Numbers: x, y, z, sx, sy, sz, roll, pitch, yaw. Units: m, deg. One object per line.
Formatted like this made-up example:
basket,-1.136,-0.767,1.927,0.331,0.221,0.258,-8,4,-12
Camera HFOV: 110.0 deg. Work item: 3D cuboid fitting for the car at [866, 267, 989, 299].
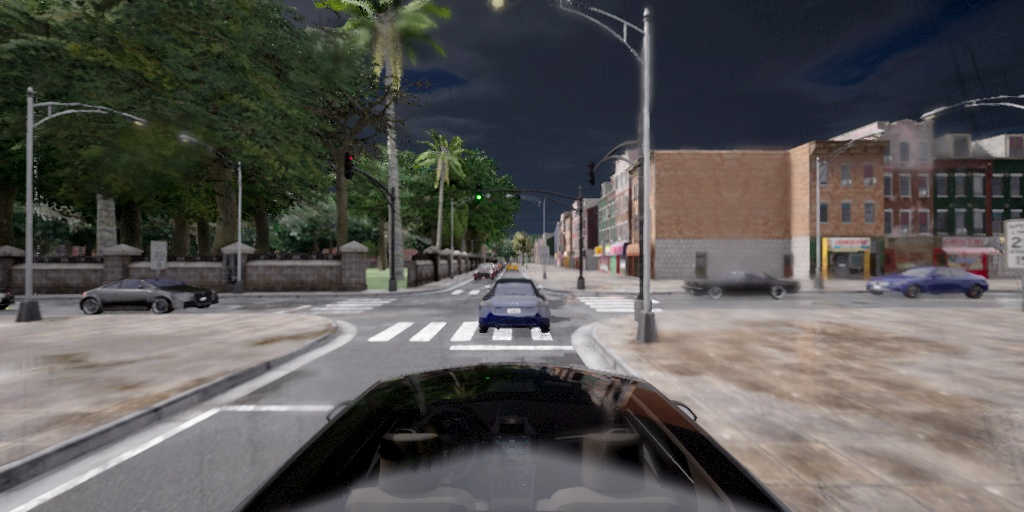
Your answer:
car,19.896,1.244,17.247,4.674,1.442,1.812,0,0,0

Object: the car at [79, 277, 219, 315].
car,-14.260,1.536,14.255,4.181,1.385,1.994,-1,0,0

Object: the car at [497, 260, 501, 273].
car,-2.635,1.543,40.695,1.967,1.591,4.097,0,0,0

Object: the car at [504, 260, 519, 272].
car,0.101,1.803,60.100,1.882,1.535,5.008,0,-1,0

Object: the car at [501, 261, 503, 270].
car,-2.635,1.812,52.071,1.802,1.307,4.207,0,0,0

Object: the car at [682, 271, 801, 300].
car,10.848,1.378,17.247,4.718,1.301,1.895,0,0,1

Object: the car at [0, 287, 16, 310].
car,-22.999,1.547,14.244,4.902,1.511,2.128,-1,0,0

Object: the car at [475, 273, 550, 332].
car,0.072,1.388,11.201,1.994,1.385,4.181,0,0,0

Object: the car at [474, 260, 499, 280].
car,-2.636,1.483,35.007,1.967,1.591,4.097,0,0,0
